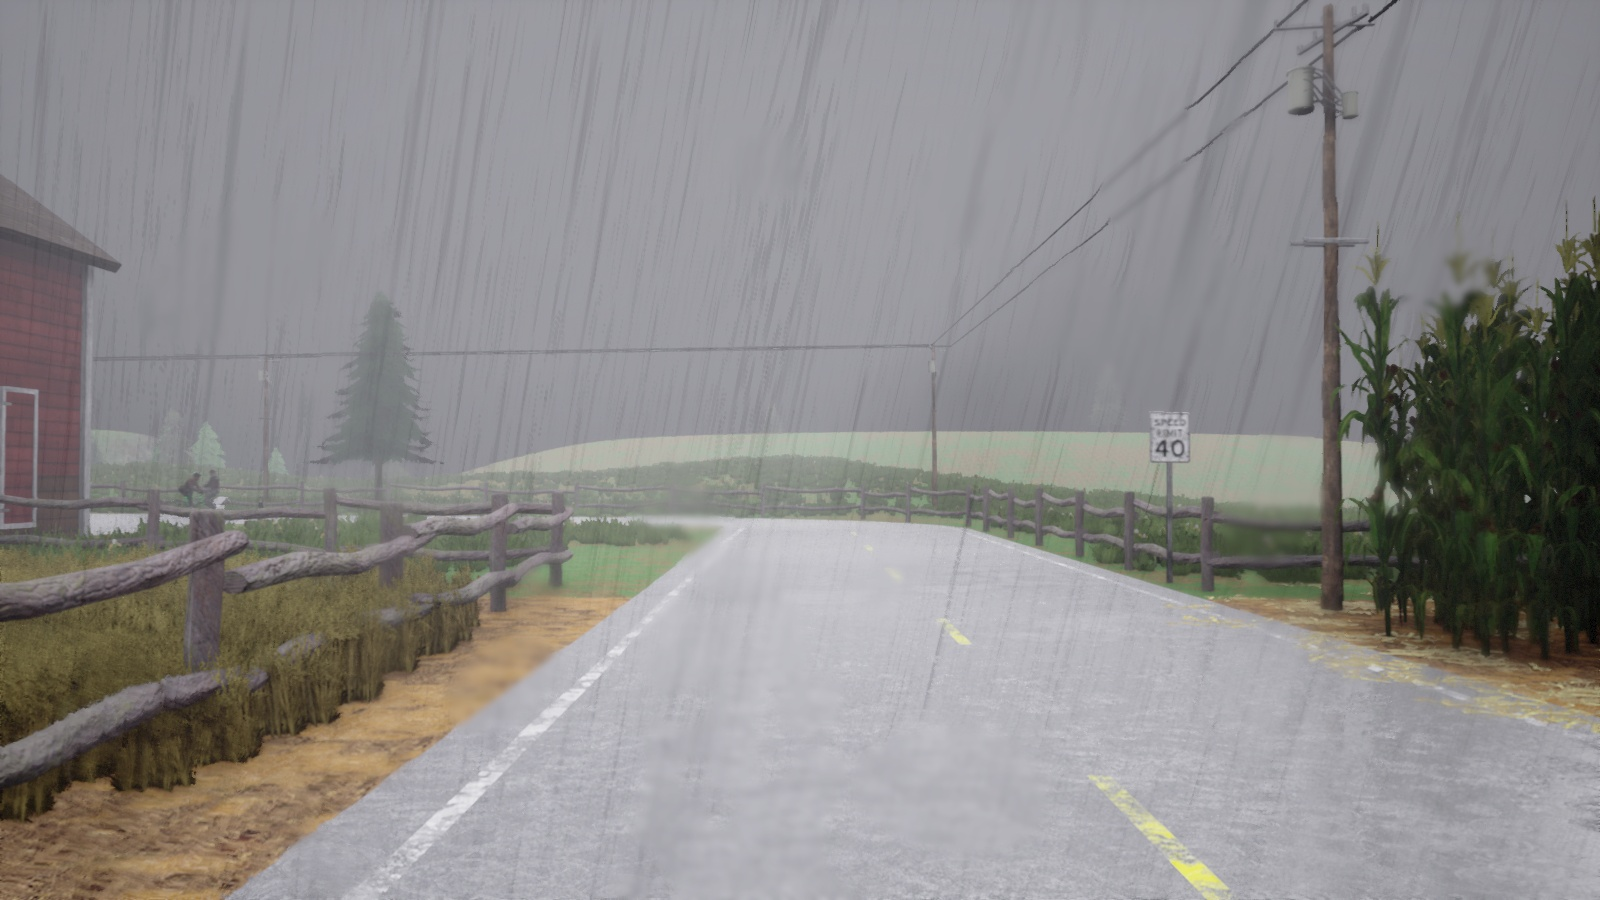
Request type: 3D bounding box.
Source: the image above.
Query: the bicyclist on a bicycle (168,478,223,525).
[{"bbox_3d":[-21.057,1.789,43.743,1.656,1.620,0.582,0,-1,5],"label":"bicyclist on a bicycle"}]

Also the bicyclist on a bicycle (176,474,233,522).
[{"bbox_3d":[-22.307,1.782,47.075,1.843,1.776,0.659,0,-1,5],"label":"bicyclist on a bicycle"}]
